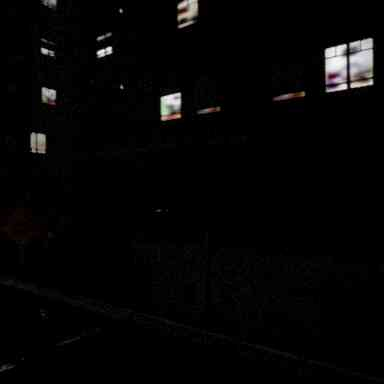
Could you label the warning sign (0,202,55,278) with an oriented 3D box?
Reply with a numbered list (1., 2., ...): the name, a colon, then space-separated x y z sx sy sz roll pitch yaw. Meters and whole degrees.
1. warning sign: -4.652 1.215 9.112 1.060 1.860 1.300 -1 0 35
